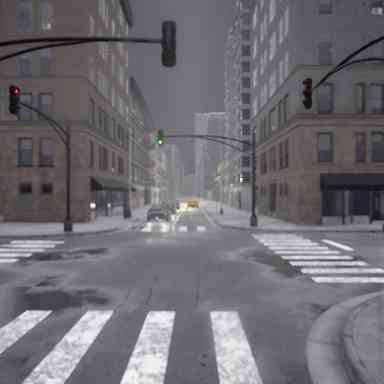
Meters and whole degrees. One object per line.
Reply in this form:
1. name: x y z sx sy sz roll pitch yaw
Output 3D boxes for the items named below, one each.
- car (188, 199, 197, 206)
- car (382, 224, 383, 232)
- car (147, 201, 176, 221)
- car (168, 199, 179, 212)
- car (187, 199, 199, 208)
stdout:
1. car: 0.157 2.141 69.593 1.895 1.301 4.718 0 -1 0
2. car: 12.381 1.682 17.445 4.313 1.339 1.947 0 0 0
3. car: -2.827 1.756 29.552 2.033 1.411 5.357 0 0 0
4. car: -2.815 1.789 39.382 1.837 1.490 4.892 0 0 0
5. car: 0.147 1.904 56.521 1.882 1.535 5.008 0 0 0
